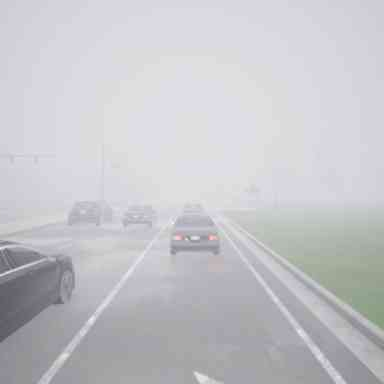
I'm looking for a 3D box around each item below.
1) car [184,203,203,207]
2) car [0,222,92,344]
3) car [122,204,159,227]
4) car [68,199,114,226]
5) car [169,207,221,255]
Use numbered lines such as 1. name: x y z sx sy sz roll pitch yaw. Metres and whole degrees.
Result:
1. car: 0.087 1.541 25.153 2.033 1.411 5.357 0 0 0
2. car: -3.398 1.490 5.152 2.128 1.511 4.902 0 0 0
3. car: -3.398 1.541 22.476 2.033 1.411 5.357 0 0 0
4. car: -6.895 1.346 23.139 2.097 1.767 4.553 0 0 0
5. car: 0.102 1.543 13.288 2.033 1.411 5.357 0 0 0
